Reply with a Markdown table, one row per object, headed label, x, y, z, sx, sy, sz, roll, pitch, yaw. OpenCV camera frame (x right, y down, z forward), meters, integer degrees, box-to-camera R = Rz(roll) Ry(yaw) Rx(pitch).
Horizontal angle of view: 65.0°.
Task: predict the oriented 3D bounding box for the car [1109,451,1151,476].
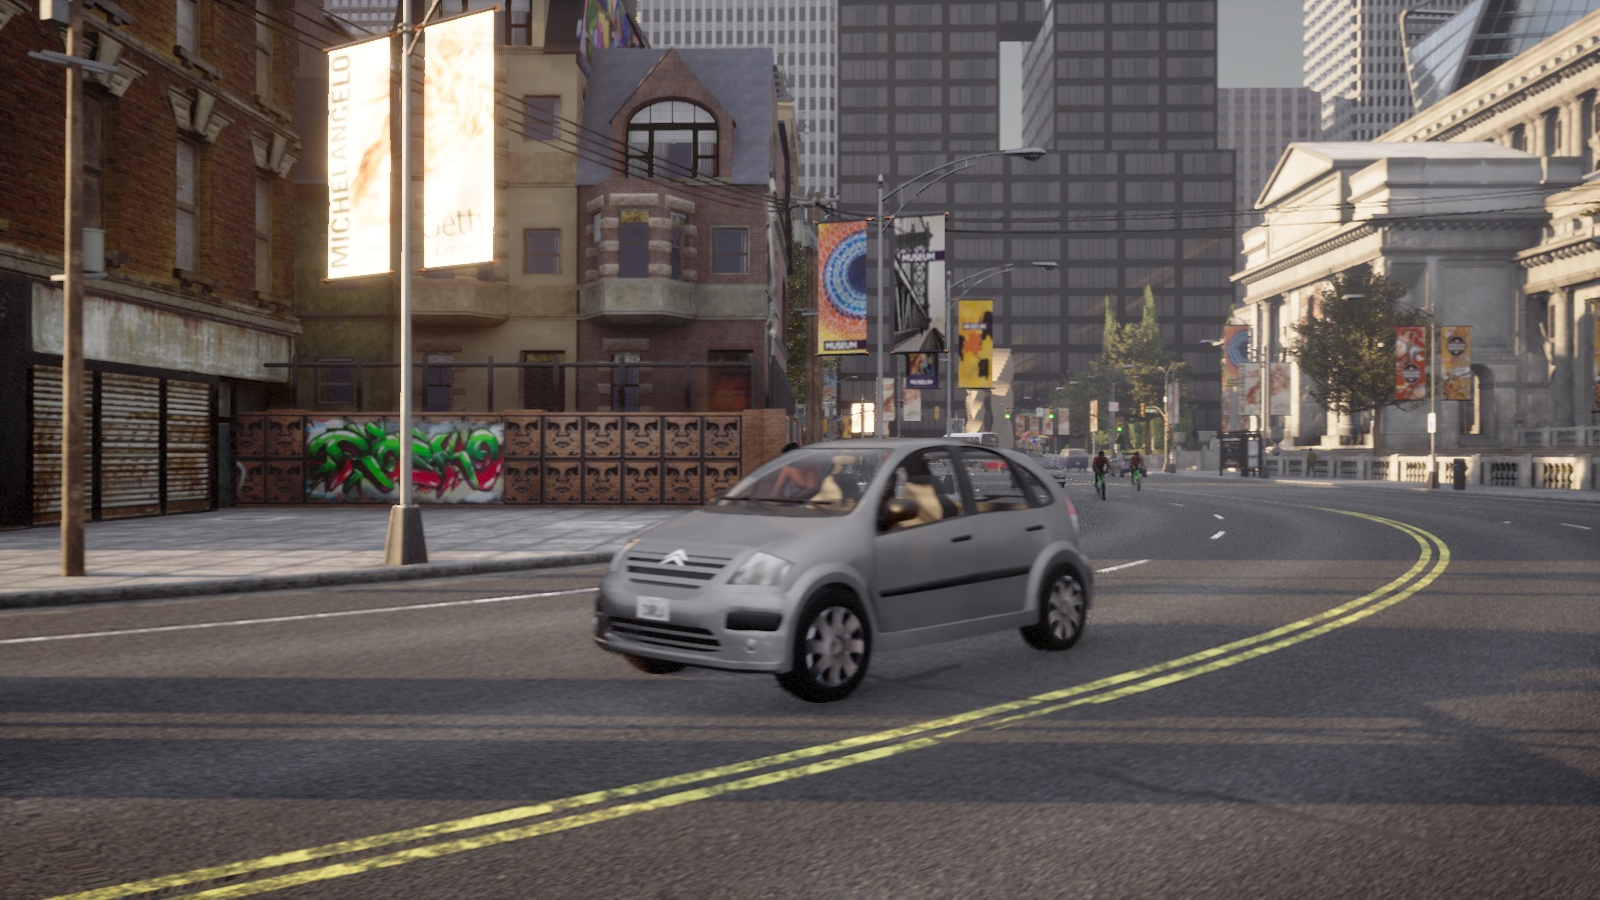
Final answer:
| label | x | y | z | sx | sy | sz | roll | pitch | yaw |
| --- | --- | --- | --- | --- | --- | --- | --- | --- | --- |
| car | 21.809 | 0.852 | 83.197 | 1.851 | 1.617 | 3.988 | 0 | 0 | 2 |

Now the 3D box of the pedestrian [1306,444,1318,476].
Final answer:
| label | x | y | z | sx | sy | sz | roll | pitch | yaw |
| --- | --- | --- | --- | --- | --- | --- | --- | --- | --- |
| pedestrian | 29.717 | 0.557 | 72.870 | 0.370 | 1.835 | 0.726 | 0 | 0 | -6 |

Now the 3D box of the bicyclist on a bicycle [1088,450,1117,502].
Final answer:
| label | x | y | z | sx | sy | sz | roll | pitch | yaw |
| --- | --- | --- | --- | --- | --- | --- | --- | --- | --- |
| bicyclist on a bicycle | 9.634 | 0.801 | 40.057 | 0.582 | 1.620 | 1.656 | 0 | 0 | 3 |

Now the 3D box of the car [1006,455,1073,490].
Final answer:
| label | x | y | z | sx | sy | sz | roll | pitch | yaw |
| --- | --- | --- | --- | --- | --- | --- | --- | --- | --- |
| car | 10.180 | 0.938 | 53.809 | 2.033 | 1.411 | 5.357 | 0 | 0 | 2 |

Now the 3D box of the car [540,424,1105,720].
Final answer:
| label | x | y | z | sx | sy | sz | roll | pitch | yaw |
| --- | --- | --- | --- | --- | --- | --- | --- | --- | --- |
| car | 0.354 | 0.671 | 8.953 | 1.851 | 1.617 | 3.988 | 0 | 0 | 42 |
